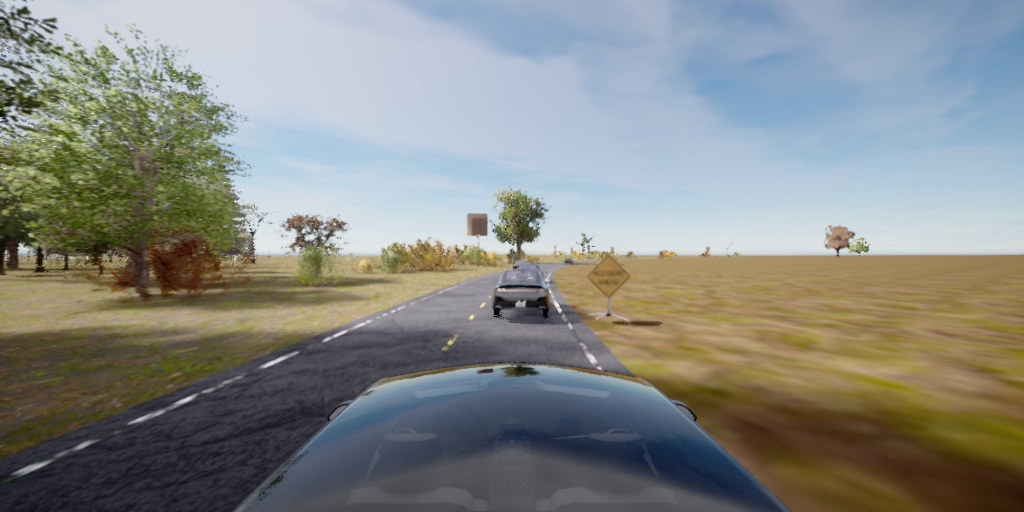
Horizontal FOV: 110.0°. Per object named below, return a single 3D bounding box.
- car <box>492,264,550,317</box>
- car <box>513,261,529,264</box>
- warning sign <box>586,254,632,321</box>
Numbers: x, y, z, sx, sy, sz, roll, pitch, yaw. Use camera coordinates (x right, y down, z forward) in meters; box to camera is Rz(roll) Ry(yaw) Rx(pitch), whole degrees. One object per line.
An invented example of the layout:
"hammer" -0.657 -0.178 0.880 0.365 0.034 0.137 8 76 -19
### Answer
"car" 0.373 1.239 13.127 2.128 1.511 4.902 0 0 3
"car" 1.445 1.303 28.377 1.994 1.385 4.181 0 0 6
"warning sign" 2.799 0.868 10.420 1.300 1.860 1.060 0 0 2
